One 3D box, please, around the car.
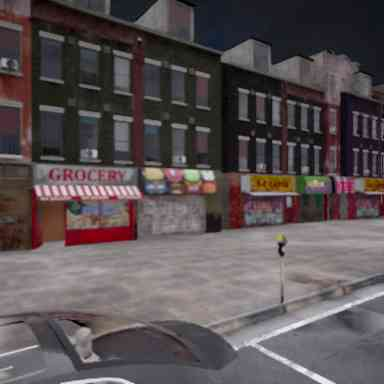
[{"bbox_3d":[-1.558,1.552,1.715,4.403,1.369,2.008,0,0,-36],"label":"car"}]
